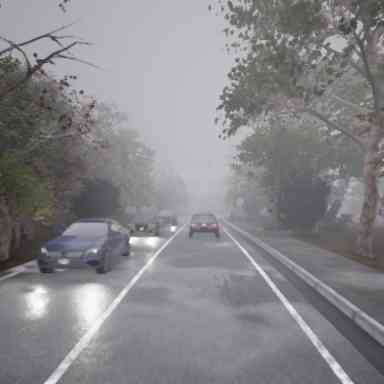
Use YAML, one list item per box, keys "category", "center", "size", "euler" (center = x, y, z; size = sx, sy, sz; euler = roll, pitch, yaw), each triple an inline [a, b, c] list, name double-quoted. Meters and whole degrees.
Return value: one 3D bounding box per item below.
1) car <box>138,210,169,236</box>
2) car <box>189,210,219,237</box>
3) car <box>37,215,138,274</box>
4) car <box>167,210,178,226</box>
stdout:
- category: "car"
  center: [-2.905, 2.062, 21.534]
  size: [1.994, 1.385, 4.181]
  euler: [0, -3, 2]
- category: "car"
  center: [0.772, 2.071, 21.591]
  size: [2.033, 1.411, 5.357]
  euler: [0, -3, 2]
- category: "car"
  center: [-3.266, 1.619, 11.012]
  size: [1.812, 1.442, 4.674]
  euler: [0, -2, 2]
- category: "car"
  center: [-2.475, 2.577, 34.031]
  size: [1.882, 1.535, 5.008]
  euler: [0, -3, 2]
